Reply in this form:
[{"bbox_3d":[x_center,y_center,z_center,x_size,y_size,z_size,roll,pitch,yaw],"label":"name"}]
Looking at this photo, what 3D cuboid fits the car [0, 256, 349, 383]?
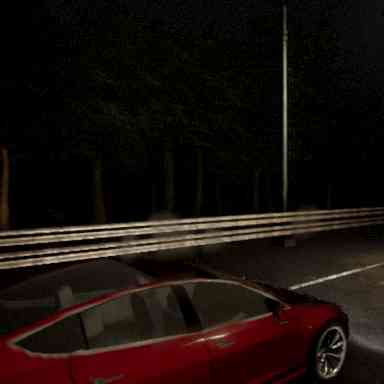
[{"bbox_3d":[-0.227,1.491,3.706,4.792,1.488,2.163,0,0,-35],"label":"car"}]
